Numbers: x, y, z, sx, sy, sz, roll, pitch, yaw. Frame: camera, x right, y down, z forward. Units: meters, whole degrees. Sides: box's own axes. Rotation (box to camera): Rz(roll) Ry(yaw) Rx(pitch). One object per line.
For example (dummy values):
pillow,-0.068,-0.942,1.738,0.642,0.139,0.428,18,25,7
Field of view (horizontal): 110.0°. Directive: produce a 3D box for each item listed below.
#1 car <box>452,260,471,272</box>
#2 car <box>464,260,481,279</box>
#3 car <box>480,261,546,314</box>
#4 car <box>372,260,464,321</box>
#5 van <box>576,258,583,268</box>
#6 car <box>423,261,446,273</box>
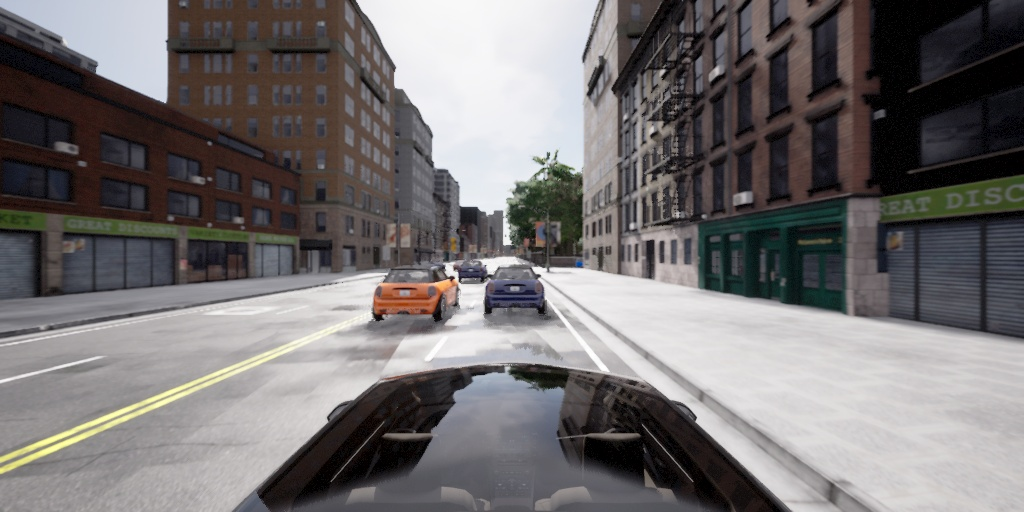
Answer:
car,-6.540,1.279,46.757,1.812,1.442,4.674,0,0,1
car,-3.160,1.103,29.484,2.097,1.767,4.553,0,0,0
car,0.095,1.102,13.971,2.097,1.767,4.553,0,0,0
car,-3.154,1.103,12.663,2.097,1.767,4.553,0,0,0
van,12.143,1.159,56.983,3.998,1.789,1.690,0,0,1
car,-9.798,1.355,45.907,1.895,1.301,4.718,0,0,1
